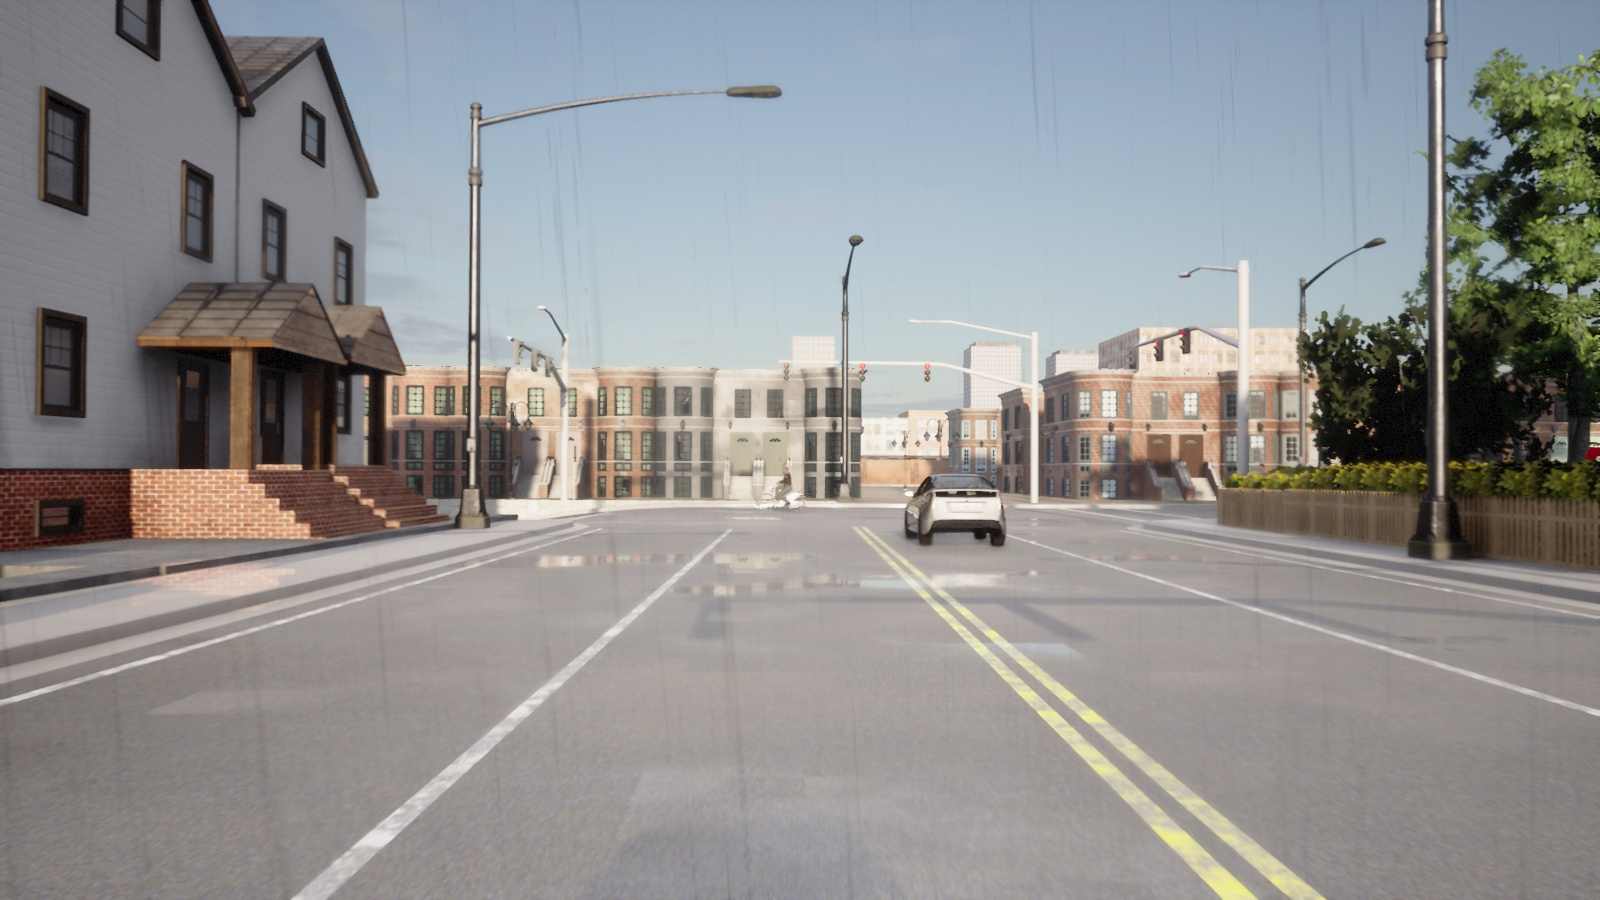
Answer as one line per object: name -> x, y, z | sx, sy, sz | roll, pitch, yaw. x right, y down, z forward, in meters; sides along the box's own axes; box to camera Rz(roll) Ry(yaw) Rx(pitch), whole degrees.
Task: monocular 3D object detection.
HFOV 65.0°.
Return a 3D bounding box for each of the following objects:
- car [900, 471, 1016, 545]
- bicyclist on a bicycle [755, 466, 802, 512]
car -> 3.432, 1.230, 28.072 | 2.007, 1.525, 4.514 | 0, -1, 0
bicyclist on a bicycle -> -0.833, 1.527, 48.866 | 1.843, 1.776, 0.659 | 0, -1, 0
